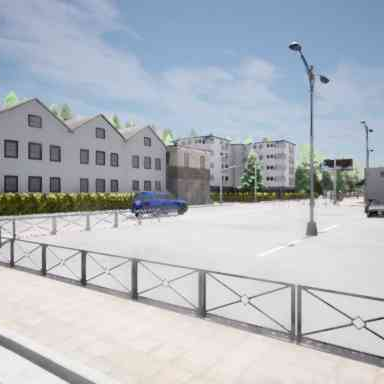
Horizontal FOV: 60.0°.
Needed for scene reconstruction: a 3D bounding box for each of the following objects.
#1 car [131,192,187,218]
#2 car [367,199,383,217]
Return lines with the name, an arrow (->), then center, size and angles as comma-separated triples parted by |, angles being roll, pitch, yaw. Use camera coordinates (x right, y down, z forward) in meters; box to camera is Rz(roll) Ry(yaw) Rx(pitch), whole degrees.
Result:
car -> -2.650, 1.025, 27.853 | 2.150, 2.045, 5.566 | 0, 0, 35
car -> 15.399, 1.297, 26.827 | 2.007, 1.523, 4.514 | 0, 0, 35
